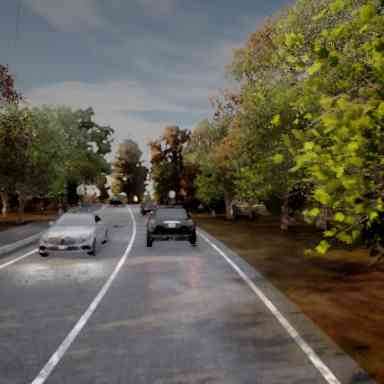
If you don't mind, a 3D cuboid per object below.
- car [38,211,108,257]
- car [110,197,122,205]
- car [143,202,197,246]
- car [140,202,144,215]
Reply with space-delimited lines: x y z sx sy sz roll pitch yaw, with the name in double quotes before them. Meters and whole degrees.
"car" -4.454 1.520 13.120 1.812 1.442 4.674 0 0 -6
"car" -12.570 1.557 55.389 1.895 1.301 4.718 1 -1 -12
"car" -1.052 1.369 15.604 2.097 1.767 4.553 0 0 -6
"car" -4.182 1.620 33.484 1.895 1.301 4.718 1 0 -12
